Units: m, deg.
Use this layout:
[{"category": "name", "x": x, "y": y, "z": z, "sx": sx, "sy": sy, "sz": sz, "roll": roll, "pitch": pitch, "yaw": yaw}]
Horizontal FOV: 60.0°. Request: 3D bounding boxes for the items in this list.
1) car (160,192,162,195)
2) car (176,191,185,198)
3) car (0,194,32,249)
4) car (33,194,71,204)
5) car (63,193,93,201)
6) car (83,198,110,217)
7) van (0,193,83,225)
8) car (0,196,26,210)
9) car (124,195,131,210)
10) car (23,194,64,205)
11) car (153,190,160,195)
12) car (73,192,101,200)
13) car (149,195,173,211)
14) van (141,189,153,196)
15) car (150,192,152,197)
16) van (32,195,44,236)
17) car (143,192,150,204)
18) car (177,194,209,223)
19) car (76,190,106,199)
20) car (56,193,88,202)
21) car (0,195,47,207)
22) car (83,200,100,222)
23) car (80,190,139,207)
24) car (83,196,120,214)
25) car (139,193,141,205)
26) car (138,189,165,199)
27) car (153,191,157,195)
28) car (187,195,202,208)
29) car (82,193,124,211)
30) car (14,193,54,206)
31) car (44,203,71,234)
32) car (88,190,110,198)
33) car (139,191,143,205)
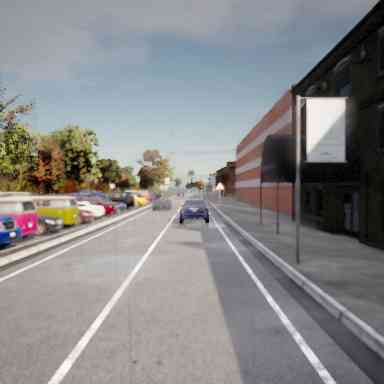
[{"category": "car", "x": -9.032, "y": 0.791, "z": 68.655, "sx": 5.008, "sy": 1.535, "sz": 2.097, "roll": 0, "pitch": 1, "yaw": 0}, {"category": "car", "x": -2.626, "y": 0.582, "z": 77.543, "sx": 1.837, "sy": 1.490, "sz": 4.892, "roll": 0, "pitch": 1, "yaw": 1}, {"category": "car", "x": -9.288, "y": 1.197, "z": 12.126, "sx": 5.566, "sy": 2.045, "sz": 2.435, "roll": 0, "pitch": 0, "yaw": 0}, {"category": "car", "x": -21.695, "y": 1.044, "z": 51.567, "sx": 5.008, "sy": 1.535, "sz": 2.097, "roll": 0, "pitch": 1, "yaw": 0}, {"category": "car", "x": -21.630, "y": 0.877, "z": 62.986, "sx": 4.892, "sy": 1.521, "sz": 2.231, "roll": 0, "pitch": 1, "yaw": 0}, {"category": "car", "x": -9.243, "y": 1.456, "z": 26.275, "sx": 4.674, "sy": 1.452, "sz": 2.002, "roll": 0, "pitch": 1, "yaw": 0}, {"category": "van", "x": -9.391, "y": 1.243, "z": 20.482, "sx": 4.442, "sy": 1.987, "sz": 1.878, "roll": 0, "pitch": 0, "yaw": 0}, {"category": "car", "x": -21.766, "y": 1.251, "z": 37.576, "sx": 4.892, "sy": 1.521, "sz": 2.231, "roll": 0, "pitch": 1, "yaw": 0}, {"category": "car", "x": -9.207, "y": 1.332, "z": 34.751, "sx": 4.674, "sy": 1.452, "sz": 2.002, "roll": 0, "pitch": 1, "yaw": 0}, {"category": "car", "x": -21.699, "y": 1.085, "z": 48.744, "sx": 5.008, "sy": 1.535, "sz": 2.097, "roll": 0, "pitch": 1, "yaw": 0}, {"category": "car", "x": -9.063, "y": 0.917, "z": 63.005, "sx": 4.674, "sy": 1.452, "sz": 2.002, "roll": 0, "pitch": 1, "yaw": 0}, {"category": "car", "x": -21.617, "y": 0.792, "z": 68.632, "sx": 4.892, "sy": 1.521, "sz": 2.231, "roll": 0, "pitch": 1, "yaw": 0}, {"category": "car", "x": -3.199, "y": 1.360, "z": 36.890, "sx": 1.994, "sy": 1.385, "sz": 4.181, "roll": 0, "pitch": 1, "yaw": 1}, {"category": "van", "x": -9.224, "y": 0.776, "z": 54.525, "sx": 4.442, "sy": 1.987, "sz": 1.878, "roll": 0, "pitch": 1, "yaw": 0}, {"category": "car", "x": -9.119, "y": 1.083, "z": 51.703, "sx": 4.674, "sy": 1.452, "sz": 2.002, "roll": 0, "pitch": 1, "yaw": 0}, {"category": "van", "x": -9.418, "y": 1.230, "z": 14.952, "sx": 4.442, "sy": 1.987, "sz": 1.878, "roll": 0, "pitch": 0, "yaw": 0}, {"category": "car", "x": -8.963, "y": 1.123, "z": 46.051, "sx": 5.366, "sy": 1.575, "sz": 1.946, "roll": 0, "pitch": 1, "yaw": 0}, {"category": "car", "x": 0.170, "y": 1.273, "z": 25.165, "sx": 2.097, "sy": 1.767, "sz": 4.553, "roll": 0, "pitch": 1, "yaw": 0}, {"category": "car", "x": -21.570, "y": 0.497, "z": 71.328, "sx": 5.566, "sy": 2.045, "sz": 2.435, "roll": 0, "pitch": 1, "yaw": 0}, {"category": "car", "x": -21.643, "y": 0.918, "z": 60.162, "sx": 5.008, "sy": 1.535, "sz": 2.097, "roll": 0, "pitch": 1, "yaw": 0}, {"category": "car", "x": -21.737, "y": 1.168, "z": 43.098, "sx": 5.008, "sy": 1.535, "sz": 2.097, "roll": 0, "pitch": 1, "yaw": 0}, {"category": "car", "x": -9.263, "y": 1.493, "z": 23.441, "sx": 4.674, "sy": 1.452, "sz": 2.002, "roll": 0, "pitch": 1, "yaw": 0}, {"category": "car", "x": -9.219, "y": 0.999, "z": 37.572, "sx": 5.566, "sy": 2.045, "sz": 2.435, "roll": 0, "pitch": 1, "yaw": 0}, {"category": "car", "x": -9.227, "y": 1.375, "z": 29.100, "sx": 5.008, "sy": 1.535, "sz": 2.097, "roll": 0, "pitch": 1, "yaw": 0}, {"category": "car", "x": -9.362, "y": 1.206, "z": 40.402, "sx": 5.366, "sy": 1.575, "sz": 1.946, "roll": 0, "pitch": 1, "yaw": 0}, {"category": "car", "x": -8.982, "y": 0.450, "z": 74.302, "sx": 5.566, "sy": 2.045, "sz": 2.435, "roll": 0, "pitch": 1, "yaw": 0}, {"category": "car", "x": -9.064, "y": 0.990, "z": 57.354, "sx": 4.792, "sy": 1.488, "sz": 2.163, "roll": 0, "pitch": 1, "yaw": 0}, {"category": "car", "x": 0.294, "y": 1.221, "z": 42.874, "sx": 1.837, "sy": 1.490, "sz": 4.892, "roll": 0, "pitch": 1, "yaw": 1}, {"category": "car", "x": -9.250, "y": 1.208, "z": 31.924, "sx": 4.553, "sy": 1.767, "sz": 2.185, "roll": 0, "pitch": 1, "yaw": 0}, {"category": "car", "x": -21.749, "y": 1.001, "z": 45.920, "sx": 4.553, "sy": 1.767, "sz": 2.185, "roll": 0, "pitch": 1, "yaw": 0}, {"category": "car", "x": -9.291, "y": 1.505, "z": 17.776, "sx": 4.674, "sy": 1.452, "sz": 2.002, "roll": 0, "pitch": 0, "yaw": 0}, {"category": "car", "x": -21.507, "y": 0.522, "z": 77.108, "sx": 4.553, "sy": 1.767, "sz": 2.185, "roll": 0, "pitch": 0, "yaw": 0}, {"category": "car", "x": -9.194, "y": 1.042, "z": 43.225, "sx": 4.553, "sy": 1.767, "sz": 2.185, "roll": 0, "pitch": 1, "yaw": 0}]
